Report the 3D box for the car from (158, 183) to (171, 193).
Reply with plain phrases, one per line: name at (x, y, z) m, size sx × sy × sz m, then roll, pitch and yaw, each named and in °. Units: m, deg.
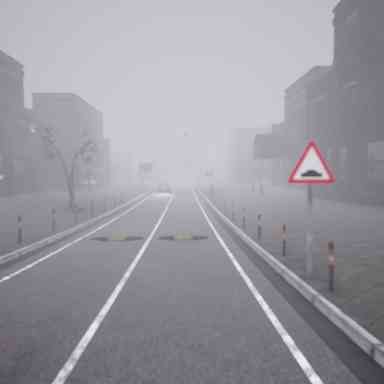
car at (-4.303, -0.709, 52.595) m, size 2.128 × 1.511 × 4.902 m, roll 0°, pitch 3°, yaw -1°
